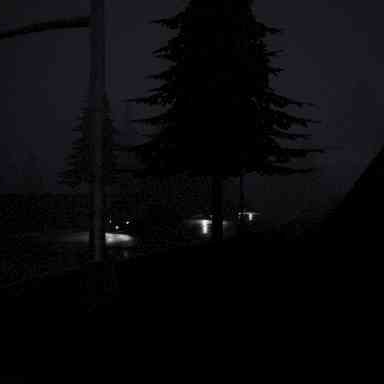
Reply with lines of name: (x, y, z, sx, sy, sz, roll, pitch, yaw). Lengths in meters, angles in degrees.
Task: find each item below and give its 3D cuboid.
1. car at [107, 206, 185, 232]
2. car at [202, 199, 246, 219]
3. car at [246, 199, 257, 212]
car: (-2.587, 1.547, 20.357, 2.033, 1.411, 5.357, 0, 0, 35)
car: (2.735, 1.547, 29.223, 2.033, 1.411, 5.357, 0, 0, 26)
car: (6.507, 1.547, 38.959, 2.033, 1.411, 5.357, 0, 0, 16)
